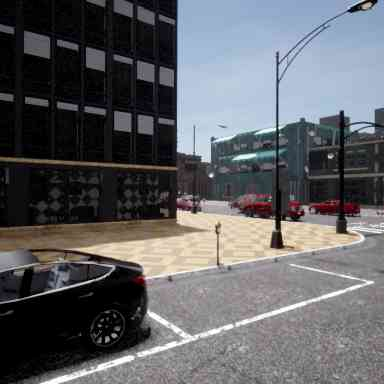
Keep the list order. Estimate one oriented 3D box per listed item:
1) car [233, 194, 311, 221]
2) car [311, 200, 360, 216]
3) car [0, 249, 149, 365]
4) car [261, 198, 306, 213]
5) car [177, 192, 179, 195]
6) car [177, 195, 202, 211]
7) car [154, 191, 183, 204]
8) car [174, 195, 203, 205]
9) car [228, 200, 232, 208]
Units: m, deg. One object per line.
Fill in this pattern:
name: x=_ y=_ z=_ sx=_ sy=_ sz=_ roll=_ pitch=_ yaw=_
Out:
car: x=5.845 y=1.101 z=24.789 sx=2.192 sy=1.841 sz=5.009 roll=1 pitch=0 yaw=-36
car: x=12.595 y=1.371 z=29.747 sx=1.887 sy=1.381 sz=4.507 roll=1 pitch=0 yaw=-36
car: x=-2.688 y=1.566 z=4.636 sx=4.313 sy=1.339 sz=1.947 roll=0 pitch=0 yaw=-35
car: x=9.314 y=1.340 z=34.218 sx=1.802 sy=1.307 sz=4.206 roll=1 pitch=0 yaw=-36
car: x=-2.433 y=1.088 z=40.431 sx=1.837 sy=1.490 sz=4.892 roll=0 pitch=0 yaw=-36
car: x=-0.724 y=1.231 z=33.732 sx=1.802 sy=1.307 sz=4.206 roll=1 pitch=0 yaw=-36
car: x=-3.806 y=0.794 z=52.103 sx=2.192 sy=1.841 sz=5.009 roll=1 pitch=0 yaw=-36
car: x=-0.530 y=1.101 z=47.632 sx=2.008 sy=1.369 sz=4.403 roll=1 pitch=0 yaw=-36
car: x=6.034 y=1.130 z=38.690 sx=1.967 sy=1.590 sz=4.097 roll=1 pitch=0 yaw=-36
